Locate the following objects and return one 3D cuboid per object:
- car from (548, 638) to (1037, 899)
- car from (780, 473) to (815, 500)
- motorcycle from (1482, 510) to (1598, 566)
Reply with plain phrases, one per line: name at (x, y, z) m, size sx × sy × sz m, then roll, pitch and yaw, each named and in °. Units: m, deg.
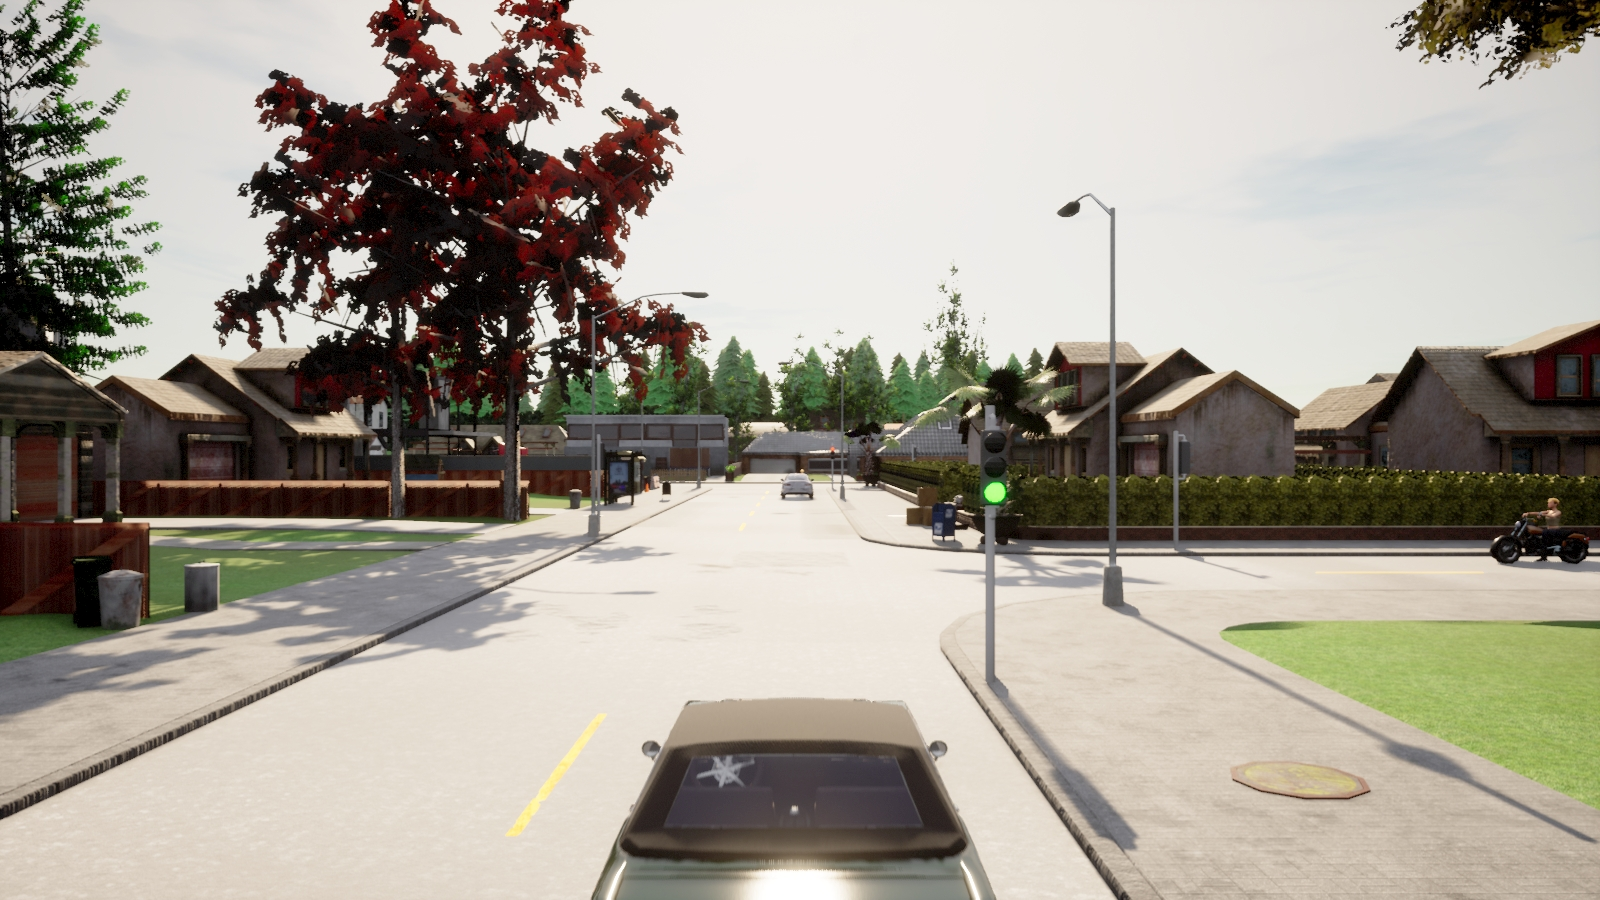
car at (-0.032, 2.157, 6.789) m, size 1.895 × 1.301 × 4.718 m, roll 0°, pitch 0°, yaw 0°
car at (-0.157, 2.095, 66.882) m, size 2.002 × 1.442 × 4.674 m, roll 0°, pitch 0°, yaw 0°
motorcycle at (18.239, 2.161, 28.196) m, size 2.356 × 1.307 × 0.764 m, roll 0°, pitch 0°, yaw 0°
